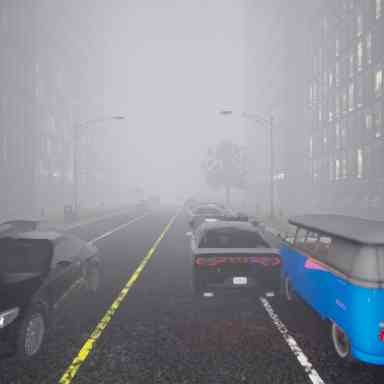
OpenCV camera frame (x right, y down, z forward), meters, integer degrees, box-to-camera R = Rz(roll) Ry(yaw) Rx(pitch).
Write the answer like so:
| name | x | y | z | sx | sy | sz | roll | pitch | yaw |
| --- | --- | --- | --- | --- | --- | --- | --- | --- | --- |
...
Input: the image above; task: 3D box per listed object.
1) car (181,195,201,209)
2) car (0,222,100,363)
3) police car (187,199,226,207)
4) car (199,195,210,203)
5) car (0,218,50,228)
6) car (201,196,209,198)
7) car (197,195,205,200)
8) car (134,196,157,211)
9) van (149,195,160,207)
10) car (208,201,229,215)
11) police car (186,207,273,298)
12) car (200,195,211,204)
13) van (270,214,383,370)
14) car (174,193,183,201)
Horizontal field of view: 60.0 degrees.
| name | x | y | z | sx | sy | sz | roll | pitch | yaw |
| --- | --- | --- | --- | --- | --- | --- | --- | --- | --- |
| car | -0.105 | 1.477 | 45.177 | 1.882 | 1.535 | 5.008 | 0 | 0 | 1 |
| car | -3.015 | 1.526 | 6.013 | 1.812 | 1.442 | 4.674 | 0 | 0 | 0 |
| police car | 0.854 | 1.427 | 18.705 | 1.930 | 1.638 | 5.238 | 0 | 0 | 0 |
| car | 2.522 | 1.410 | 68.197 | 1.967 | 1.590 | 4.097 | 0 | 0 | 0 |
| car | -5.718 | 1.583 | 11.254 | 1.802 | 1.307 | 4.206 | 0 | 0 | 0 |
| car | 2.579 | 1.550 | 45.427 | 2.008 | 1.369 | 4.403 | 0 | 0 | 0 |
| car | 2.467 | 1.474 | 90.967 | 1.887 | 1.381 | 4.507 | 0 | 0 | 0 |
| car | -5.788 | 1.553 | 39.717 | 2.008 | 1.369 | 4.403 | 0 | 0 | 0 |
| van | -5.816 | 1.335 | 51.103 | 1.690 | 1.788 | 3.998 | 0 | 0 | 0 |
| car | 2.606 | 1.585 | 34.042 | 1.802 | 1.307 | 4.206 | 0 | 0 | 0 |
| police car | 0.879 | 1.426 | 8.705 | 1.930 | 1.638 | 5.238 | 0 | 0 | 0 |
| car | 2.537 | 1.418 | 62.504 | 1.967 | 1.590 | 4.097 | 0 | 0 | 0 |
| van | 2.677 | 1.342 | 5.581 | 1.690 | 1.788 | 3.998 | 0 | 0 | 0 |
| car | -3.202 | 1.170 | 81.252 | 2.150 | 2.045 | 5.566 | 0 | 0 | 0 |
